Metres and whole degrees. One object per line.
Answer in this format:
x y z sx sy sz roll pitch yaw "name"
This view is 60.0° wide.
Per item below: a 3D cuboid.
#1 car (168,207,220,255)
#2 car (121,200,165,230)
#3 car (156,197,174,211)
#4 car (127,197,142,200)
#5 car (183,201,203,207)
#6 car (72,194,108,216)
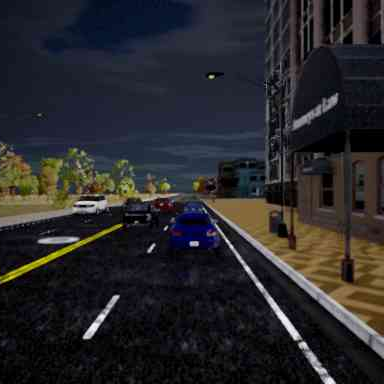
0.082 1.532 13.250 1.812 1.442 4.674 0 0 0 "car"
-3.150 1.501 21.284 2.128 1.511 4.902 0 0 0 "car"
-3.153 1.367 36.577 2.097 1.767 4.553 0 0 0 "car"
-6.592 1.367 37.409 2.097 1.767 4.553 0 0 0 "car"
0.095 1.560 31.686 2.033 1.411 5.357 0 0 0 "car"
-9.849 1.233 32.609 2.150 2.045 5.566 0 0 0 "car"
